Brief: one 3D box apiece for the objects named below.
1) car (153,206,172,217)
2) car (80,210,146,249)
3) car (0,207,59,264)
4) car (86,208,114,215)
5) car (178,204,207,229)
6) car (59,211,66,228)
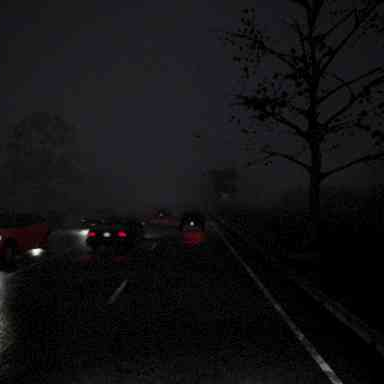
[{"bbox_3d":[-3.417,2.255,39.204,1.895,1.301,4.718,0,-1,0],"label":"car"},{"bbox_3d":[-3.406,1.799,15.798,2.033,1.411,5.357,0,-1,0],"label":"car"},{"bbox_3d":[-7.081,1.547,12.534,2.097,1.767,4.553,0,-1,0],"label":"car"},{"bbox_3d":[-7.028,1.978,26.174,2.033,1.411,5.357,0,-1,1],"label":"car"},{"bbox_3d":[0.024,1.916,24.956,1.837,1.490,4.892,0,-1,0],"label":"car"},{"bbox_3d":[-10.552,1.860,23.404,1.882,1.535,5.008,0,-1,0],"label":"car"}]
